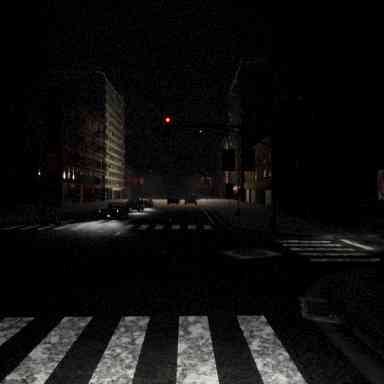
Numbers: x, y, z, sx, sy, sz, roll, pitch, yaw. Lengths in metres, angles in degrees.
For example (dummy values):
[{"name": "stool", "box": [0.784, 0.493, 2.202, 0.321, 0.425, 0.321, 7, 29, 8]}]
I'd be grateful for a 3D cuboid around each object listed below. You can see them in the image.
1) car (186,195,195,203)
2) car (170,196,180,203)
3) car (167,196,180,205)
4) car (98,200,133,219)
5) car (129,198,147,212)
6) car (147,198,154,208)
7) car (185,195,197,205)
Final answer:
[{"name": "car", "box": [-0.273, 1.464, 68.333, 1.882, 1.535, 5.008, 0, 0, 0]}, {"name": "car", "box": [-3.445, 1.587, 69.884, 1.895, 1.301, 4.718, 0, 0, 0]}, {"name": "car", "box": [-3.390, 1.467, 59.731, 1.882, 1.535, 5.008, 0, 0, 0]}, {"name": "car", "box": [-6.715, 1.600, 28.951, 1.895, 1.301, 4.718, 0, 0, 0]}, {"name": "car", "box": [-6.751, 1.522, 38.740, 1.812, 1.442, 4.674, 0, 0, 0]}, {"name": "car", "box": [-6.787, 1.594, 48.778, 1.895, 1.301, 4.718, 0, 0, 0]}, {"name": "car", "box": [-0.233, 1.342, 58.300, 2.097, 1.767, 4.553, 0, 0, 0]}]
